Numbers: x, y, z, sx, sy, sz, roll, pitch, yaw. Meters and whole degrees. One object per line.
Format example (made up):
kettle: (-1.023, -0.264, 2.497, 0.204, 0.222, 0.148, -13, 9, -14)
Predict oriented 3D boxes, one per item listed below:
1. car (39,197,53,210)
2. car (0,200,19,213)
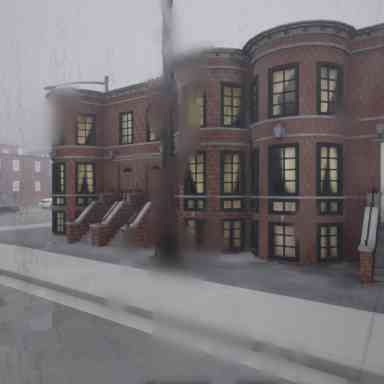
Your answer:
car: (-17.312, 1.220, 44.170, 2.150, 2.045, 5.566, 0, 0, 36)
car: (-20.128, 1.564, 34.224, 1.994, 1.385, 4.181, 0, 0, 36)
